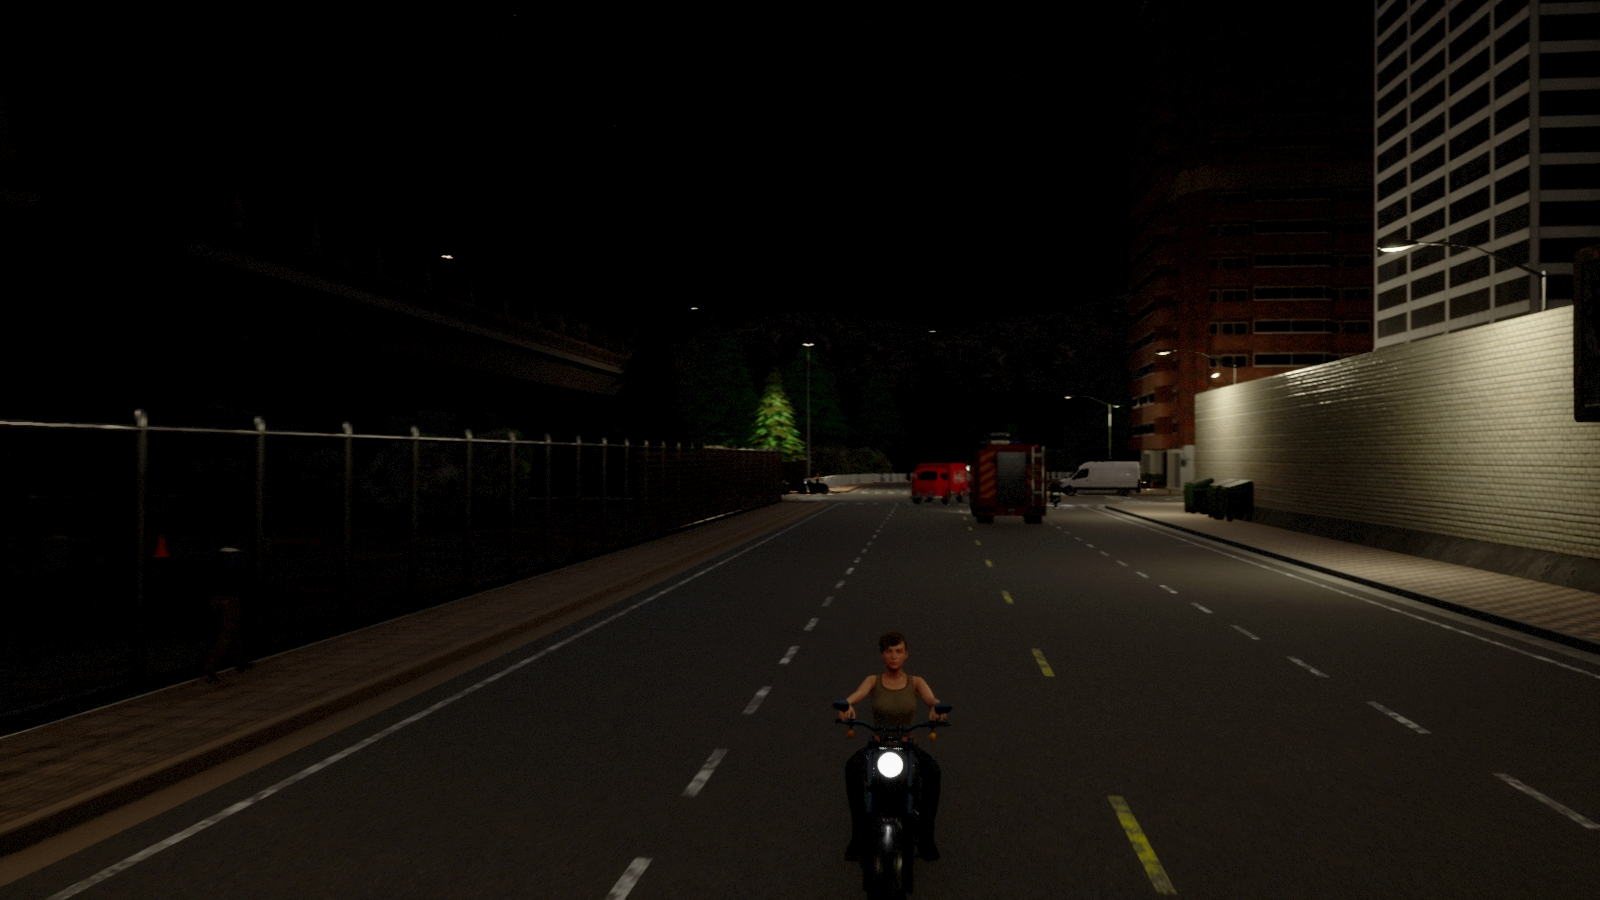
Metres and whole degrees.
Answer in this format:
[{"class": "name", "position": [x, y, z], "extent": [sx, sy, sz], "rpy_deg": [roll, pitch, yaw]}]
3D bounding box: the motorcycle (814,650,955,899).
[{"class": "motorcycle", "position": [0.590, 2.154, 7.389], "extent": [0.764, 1.307, 2.356], "rpy_deg": [0, 0, 6]}]

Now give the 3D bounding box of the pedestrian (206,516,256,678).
[{"class": "pedestrian", "position": [-6.716, 1.716, 13.495], "extent": [0.375, 1.860, 0.375], "rpy_deg": [0, 0, 9]}]
